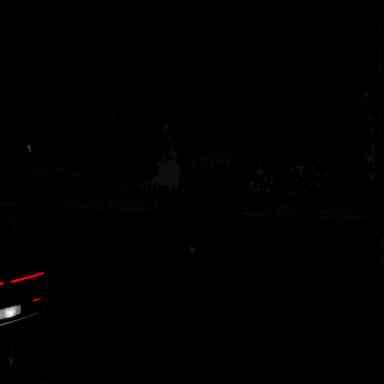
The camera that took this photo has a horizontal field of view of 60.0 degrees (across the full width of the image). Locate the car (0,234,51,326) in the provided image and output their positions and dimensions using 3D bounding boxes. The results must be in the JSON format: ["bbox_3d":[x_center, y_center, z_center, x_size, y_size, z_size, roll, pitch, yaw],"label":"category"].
[{"bbox_3d":[-4.617,1.505,6.274,4.892,1.490,1.837,0,0,36],"label":"car"}]
